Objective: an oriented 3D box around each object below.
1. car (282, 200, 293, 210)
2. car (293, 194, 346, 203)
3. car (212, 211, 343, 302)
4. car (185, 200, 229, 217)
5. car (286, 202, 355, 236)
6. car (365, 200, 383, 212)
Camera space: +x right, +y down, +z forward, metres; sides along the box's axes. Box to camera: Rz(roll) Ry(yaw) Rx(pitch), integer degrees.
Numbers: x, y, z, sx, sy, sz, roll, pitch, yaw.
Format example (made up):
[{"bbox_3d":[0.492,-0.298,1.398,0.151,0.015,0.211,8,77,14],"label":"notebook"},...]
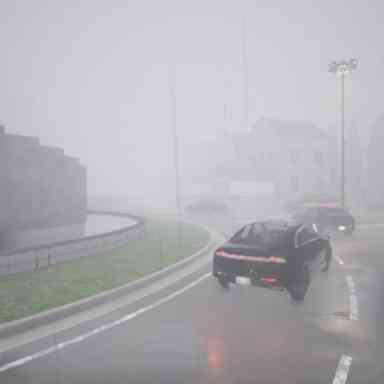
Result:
[{"bbox_3d":[12.248,1.182,34.659,5.566,2.045,2.150,0,0,-11],"label":"car"},{"bbox_3d":[12.343,1.315,31.183,4.553,1.767,2.097,0,0,-11],"label":"car"},{"bbox_3d":[2.253,1.483,8.451,2.128,1.511,4.902,0,0,32],"label":"car"},{"bbox_3d":[1.306,1.462,31.462,2.128,1.511,4.902,0,0,-39],"label":"car"},{"bbox_3d":[7.000,1.482,18.213,1.837,1.490,4.892,0,0,-3],"label":"car"},{"bbox_3d":[21.802,1.553,37.323,4.718,1.301,1.895,0,0,-21],"label":"car"}]
